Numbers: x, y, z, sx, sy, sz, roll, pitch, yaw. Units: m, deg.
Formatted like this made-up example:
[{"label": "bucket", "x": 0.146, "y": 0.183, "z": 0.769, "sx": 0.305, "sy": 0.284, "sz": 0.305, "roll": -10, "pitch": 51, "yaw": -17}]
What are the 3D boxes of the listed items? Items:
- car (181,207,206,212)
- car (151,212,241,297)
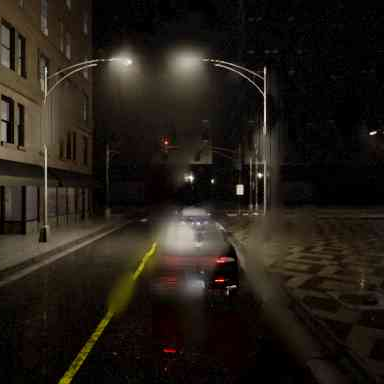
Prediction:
[{"label": "car", "x": 0.088, "y": 1.548, "z": 18.644, "sx": 2.033, "sy": 1.411, "sz": 5.357, "roll": 0, "pitch": 0, "yaw": -2}, {"label": "car", "x": 0.085, "y": 1.492, "z": 8.532, "sx": 2.128, "sy": 1.511, "sz": 4.902, "roll": 0, "pitch": 0, "yaw": 0}]
